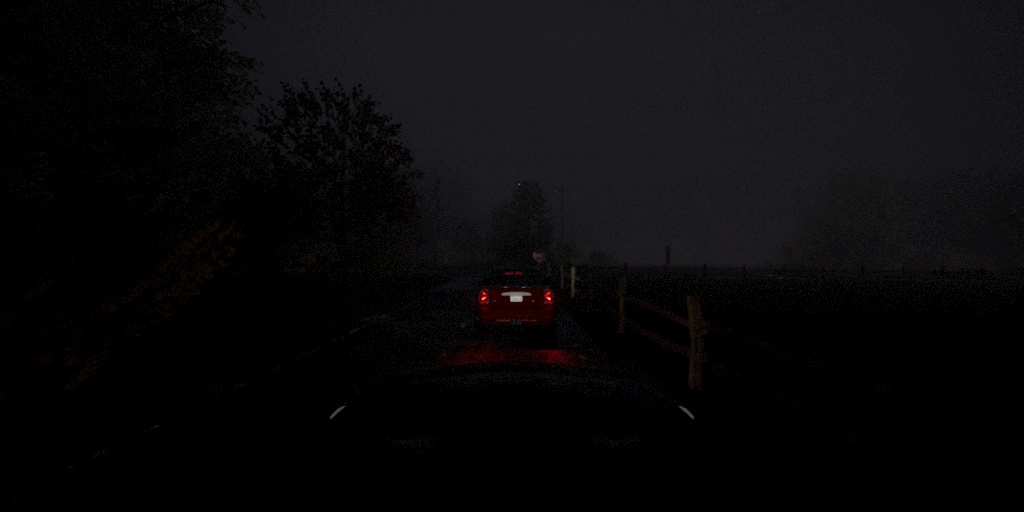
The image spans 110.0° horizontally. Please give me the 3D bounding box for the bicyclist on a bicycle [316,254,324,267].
[{"bbox_3d":[-22.630,0.618,42.277,0.582,1.620,1.656,1,1,0],"label":"bicyclist on a bicycle"}]

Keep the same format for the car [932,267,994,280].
[{"bbox_3d":[49.096,1.899,39.118,4.718,1.301,1.895,1,1,0],"label":"car"}]

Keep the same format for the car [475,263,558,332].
[{"bbox_3d":[0.107,1.048,10.818,2.097,1.767,4.553,0,0,0],"label":"car"}]

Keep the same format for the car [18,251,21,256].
[{"bbox_3d":[-51.779,0.019,36.290,5.566,2.045,2.150,1,1,0],"label":"car"}]

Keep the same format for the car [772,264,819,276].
[{"bbox_3d":[31.007,1.534,39.245,4.181,1.385,1.994,1,1,0],"label":"car"}]
